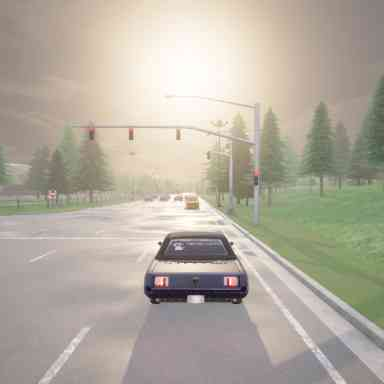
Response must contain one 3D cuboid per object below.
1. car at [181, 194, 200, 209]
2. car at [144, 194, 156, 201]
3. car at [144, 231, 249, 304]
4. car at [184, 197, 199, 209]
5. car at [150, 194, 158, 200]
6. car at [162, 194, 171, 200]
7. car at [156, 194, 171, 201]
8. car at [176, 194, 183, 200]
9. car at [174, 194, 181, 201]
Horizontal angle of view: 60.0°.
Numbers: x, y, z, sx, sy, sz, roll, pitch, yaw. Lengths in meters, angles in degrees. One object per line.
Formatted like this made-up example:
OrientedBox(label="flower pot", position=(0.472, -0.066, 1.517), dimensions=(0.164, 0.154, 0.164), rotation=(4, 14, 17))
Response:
OrientedBox(label="car", position=(-0.064, 1.089, 46.244), dimensions=(1.882, 1.535, 5.008), rotation=(-3, 17, -4))
OrientedBox(label="car", position=(-10.372, 1.531, 80.382), dimensions=(2.033, 1.411, 5.357), rotation=(0, 0, 0))
OrientedBox(label="car", position=(0.092, 1.601, 8.078), dimensions=(1.895, 1.301, 4.718), rotation=(0, 0, 0))
OrientedBox(label="car", position=(0.007, 1.576, 49.746), dimensions=(2.033, 1.411, 5.357), rotation=(-1, 1, 1))
OrientedBox(label="car", position=(-10.355, 1.332, 90.802), dimensions=(1.837, 1.490, 4.892), rotation=(0, 0, 0))
OrientedBox(label="car", position=(-6.855, 1.372, 90.797), dimensions=(2.033, 1.411, 5.357), rotation=(0, 0, 0))
OrientedBox(label="car", position=(-6.872, 1.531, 80.377), dimensions=(2.033, 1.411, 5.357), rotation=(0, 0, 0))
OrientedBox(label="car", position=(-3.355, 1.357, 90.791), dimensions=(1.812, 1.442, 4.674), rotation=(0, 0, 0))
OrientedBox(label="car", position=(-3.371, 1.545, 80.788), dimensions=(1.994, 1.385, 4.181), rotation=(0, 0, 0))
